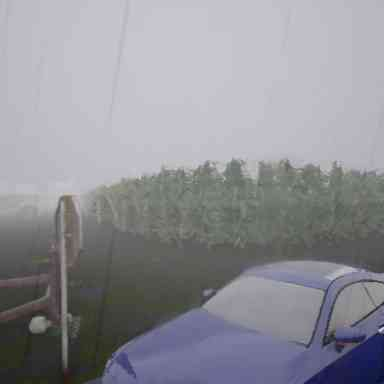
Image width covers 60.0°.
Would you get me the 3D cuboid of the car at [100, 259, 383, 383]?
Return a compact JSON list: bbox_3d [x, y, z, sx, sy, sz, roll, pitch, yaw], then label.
[{"bbox_3d":[1.220,1.627,3.945,4.674,1.442,1.812,0,-2,-40],"label":"car"}]
